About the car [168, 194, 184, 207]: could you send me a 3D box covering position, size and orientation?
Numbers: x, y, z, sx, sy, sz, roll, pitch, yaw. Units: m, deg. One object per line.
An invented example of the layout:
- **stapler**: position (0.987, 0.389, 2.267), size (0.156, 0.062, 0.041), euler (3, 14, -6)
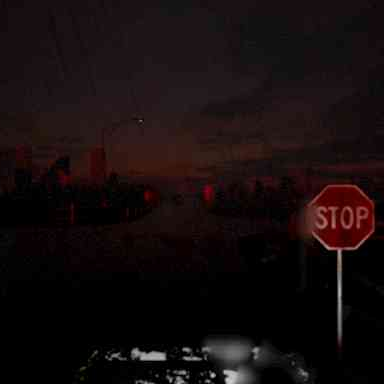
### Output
- **car**: position (-2.840, 1.325, 52.991), size (2.150, 2.045, 5.566), euler (0, 1, -2)

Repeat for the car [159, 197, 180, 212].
- **car**: position (-2.830, 1.620, 39.764), size (2.033, 1.411, 5.357), euler (0, 0, 0)

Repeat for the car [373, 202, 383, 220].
- **car**: position (15.628, 1.679, 29.016), size (4.553, 1.767, 2.097), euler (1, -1, -20)
